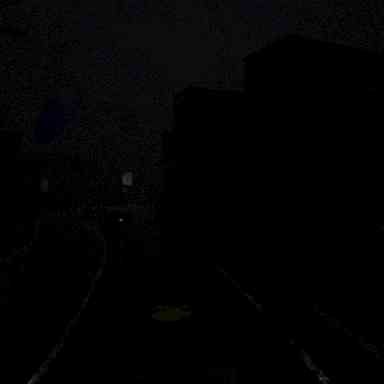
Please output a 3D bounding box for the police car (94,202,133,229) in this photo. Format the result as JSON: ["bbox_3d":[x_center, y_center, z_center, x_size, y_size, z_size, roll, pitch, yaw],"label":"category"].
[{"bbox_3d":[-5.768,1.718,24.722,1.930,1.638,5.238,-2,0,-23],"label":"police car"}]

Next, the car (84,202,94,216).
[{"bbox_3d":[-12.147,1.956,40.799,2.097,1.767,4.553,-1,0,-18],"label":"car"}]
